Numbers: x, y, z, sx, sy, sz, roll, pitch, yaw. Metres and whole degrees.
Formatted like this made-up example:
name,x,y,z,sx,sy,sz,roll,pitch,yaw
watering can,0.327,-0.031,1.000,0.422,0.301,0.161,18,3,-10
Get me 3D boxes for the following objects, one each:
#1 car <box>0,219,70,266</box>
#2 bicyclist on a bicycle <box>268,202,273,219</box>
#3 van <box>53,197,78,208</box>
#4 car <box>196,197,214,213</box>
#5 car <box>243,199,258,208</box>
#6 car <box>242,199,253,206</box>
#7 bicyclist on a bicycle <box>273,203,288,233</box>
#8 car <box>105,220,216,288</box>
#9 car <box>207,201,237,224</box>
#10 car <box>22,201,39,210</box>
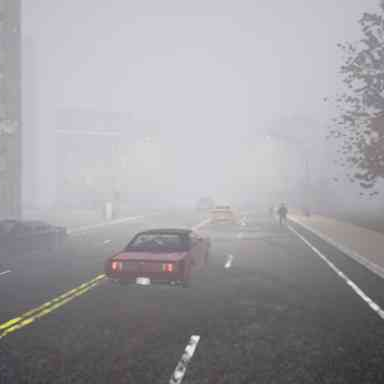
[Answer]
name,x,y,z,sx,sy,sz,roll,pitch,yaw
car,-6.839,1.768,12.771,2.033,1.411,5.357,-1,-1,11
bicyclist on a bicycle,7.378,1.724,31.061,0.582,1.620,1.656,-1,-1,9
van,-21.072,1.753,55.704,3.998,1.788,1.690,1,-2,-21
car,1.901,1.682,43.693,2.150,2.045,5.566,-1,-1,8
car,10.775,2.115,60.164,1.994,1.385,4.181,-1,-1,7
car,12.150,2.211,72.844,2.033,1.411,5.357,-1,-1,6
bicyclist on a bicycle,5.475,1.542,20.162,0.659,1.776,1.843,-1,0,10
car,-0.648,1.719,9.628,1.895,1.301,4.718,-1,-1,11
car,2.700,1.763,27.663,1.882,1.535,5.008,-1,-1,10
car,-23.457,1.887,45.827,4.206,1.307,1.802,1,-2,-21
